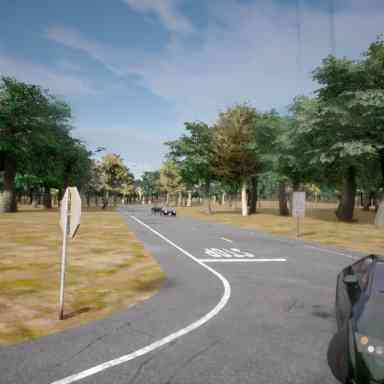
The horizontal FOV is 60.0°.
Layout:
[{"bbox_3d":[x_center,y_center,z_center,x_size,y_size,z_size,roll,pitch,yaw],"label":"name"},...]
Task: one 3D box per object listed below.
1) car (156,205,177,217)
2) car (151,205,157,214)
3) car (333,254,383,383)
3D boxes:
[{"bbox_3d":[-3.551,2.853,48.067,1.895,1.301,4.718,3,-2,-14],"label":"car"},{"bbox_3d":[-5.829,2.964,56.908,1.882,1.535,5.008,3,-2,-14],"label":"car"},{"bbox_3d":[3.144,1.644,4.681,1.994,1.385,4.181,1,-1,22],"label":"car"}]
